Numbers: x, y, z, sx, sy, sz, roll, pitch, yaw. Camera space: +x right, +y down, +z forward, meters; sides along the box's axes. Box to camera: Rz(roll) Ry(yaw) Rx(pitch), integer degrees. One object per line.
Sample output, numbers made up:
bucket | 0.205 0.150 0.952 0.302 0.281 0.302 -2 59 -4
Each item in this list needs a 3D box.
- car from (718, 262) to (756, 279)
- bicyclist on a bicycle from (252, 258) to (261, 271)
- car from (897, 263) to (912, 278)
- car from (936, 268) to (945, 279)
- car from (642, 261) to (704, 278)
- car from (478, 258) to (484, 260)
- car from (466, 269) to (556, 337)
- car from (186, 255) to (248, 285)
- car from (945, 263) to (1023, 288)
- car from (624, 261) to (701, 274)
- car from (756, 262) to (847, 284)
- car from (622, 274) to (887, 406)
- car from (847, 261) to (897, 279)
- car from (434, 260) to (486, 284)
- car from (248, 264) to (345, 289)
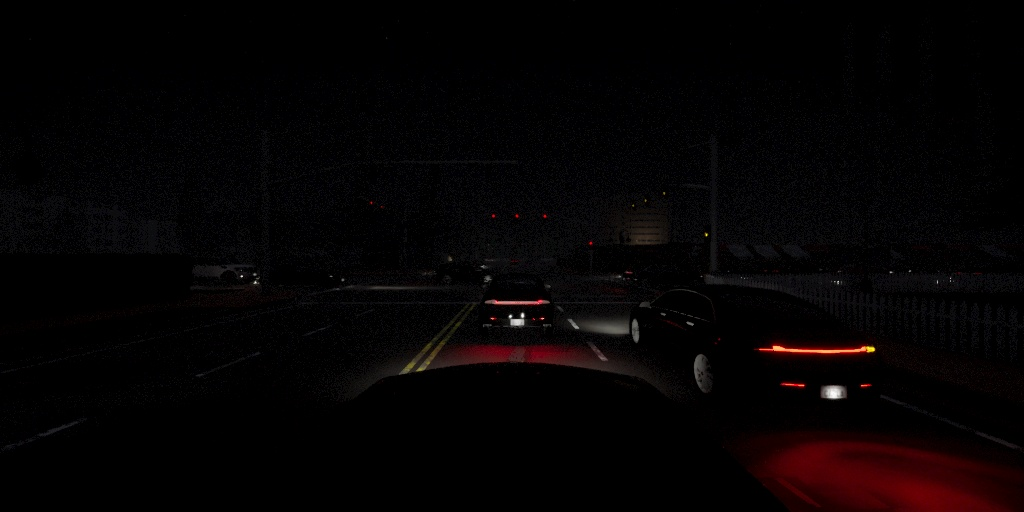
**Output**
car | 19.629 1.241 29.981 4.902 1.511 2.128 0 0 -1
bicyclist on a bicycle | -26.157 1.051 36.812 0.582 1.620 1.656 0 0 -3
car | 34.499 1.241 33.751 4.902 1.511 2.128 0 0 -1
car | 38.889 1.276 30.322 4.674 1.442 1.812 0 0 -1
car | 14.936 1.255 33.460 4.892 1.490 1.837 0 0 1
car | -6.643 1.314 64.183 1.994 1.385 4.181 0 0 1
car | 0.134 1.241 10.289 2.128 1.511 4.902 0 0 0
car | -21.213 0.971 25.620 5.566 2.045 2.150 0 0 -2
car | 31.464 1.255 23.001 4.892 1.490 1.837 0 0 -1
car | 9.492 1.241 22.622 4.902 1.511 2.128 0 0 -1
car | 21.135 1.255 26.312 4.892 1.490 1.837 0 0 -1
car | 3.589 1.255 6.383 1.837 1.490 4.892 0 0 1
car | 28.890 1.276 30.144 4.674 1.442 1.812 0 0 -1
car | -3.189 1.255 26.062 4.892 1.490 1.837 0 0 0
car | -13.075 1.242 22.419 4.902 1.511 2.128 0 0 -2
